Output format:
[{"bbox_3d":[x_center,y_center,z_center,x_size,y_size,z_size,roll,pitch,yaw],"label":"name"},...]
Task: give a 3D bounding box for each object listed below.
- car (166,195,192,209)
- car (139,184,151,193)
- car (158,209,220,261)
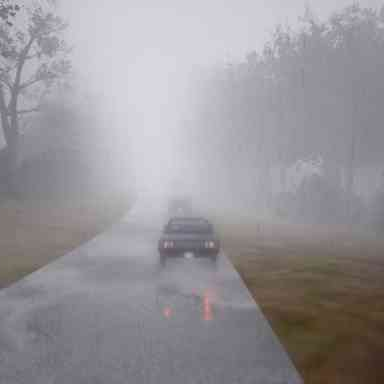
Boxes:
[{"bbox_3d":[-1.045,1.036,27.577,1.837,1.490,4.892,0,3,-5],"label":"car"},{"bbox_3d":[-8.203,-0.642,57.014,2.033,1.411,5.357,2,3,-11],"label":"car"},{"bbox_3d":[-0.140,1.545,12.037,1.895,1.301,4.718,0,1,-1],"label":"car"}]
